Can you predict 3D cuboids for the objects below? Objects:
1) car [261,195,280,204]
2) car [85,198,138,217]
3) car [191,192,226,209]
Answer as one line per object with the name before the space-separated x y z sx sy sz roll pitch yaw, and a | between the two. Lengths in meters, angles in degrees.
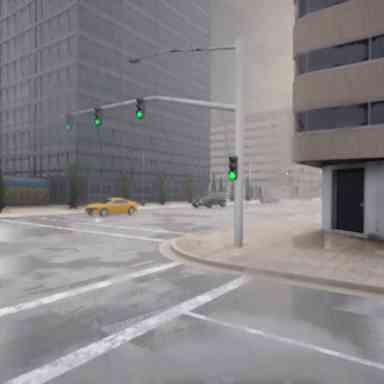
car | 13.387 1.313 56.893 2.128 1.511 4.902 1 0 36
car | -6.959 1.265 29.017 1.882 1.535 5.008 1 0 36
car | 2.211 1.009 41.648 2.150 2.045 5.566 1 1 36
